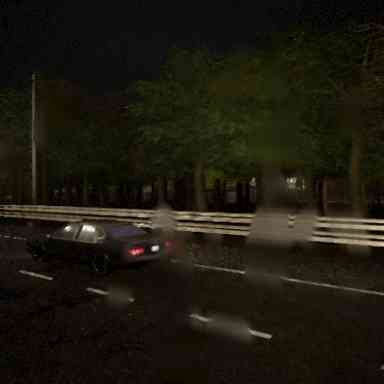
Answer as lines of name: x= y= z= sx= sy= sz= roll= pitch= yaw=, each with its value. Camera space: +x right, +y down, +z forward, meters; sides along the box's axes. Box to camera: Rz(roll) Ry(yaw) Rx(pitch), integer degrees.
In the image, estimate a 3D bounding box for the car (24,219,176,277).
car: x=-3.020 y=1.560 z=10.332 sx=5.357 sy=1.411 sz=2.033 roll=0 pitch=0 yaw=36
